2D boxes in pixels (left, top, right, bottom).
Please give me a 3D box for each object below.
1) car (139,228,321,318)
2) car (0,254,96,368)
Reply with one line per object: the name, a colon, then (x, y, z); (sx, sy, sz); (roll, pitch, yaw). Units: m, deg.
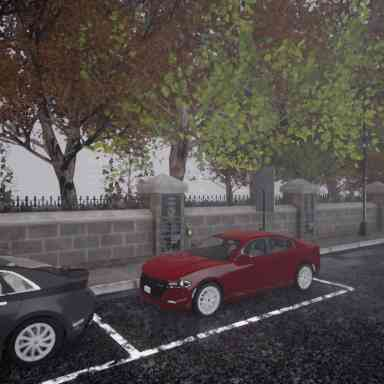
car: (1.012, 1.545, 7.421); (4.507, 1.381, 1.887); (0, 0, -35)
car: (-3.478, 1.551, 4.174); (4.403, 1.369, 2.008); (0, 0, -35)
